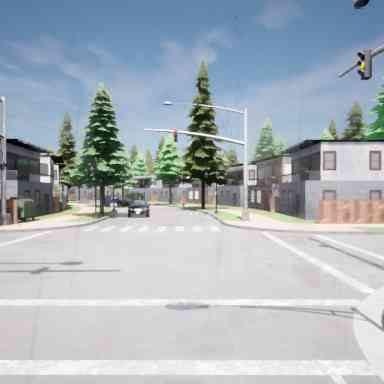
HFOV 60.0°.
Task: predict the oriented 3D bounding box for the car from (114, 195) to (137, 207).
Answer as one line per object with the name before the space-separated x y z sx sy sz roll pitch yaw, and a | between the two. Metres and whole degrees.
car | -9.840 1.566 49.315 1.895 1.301 4.718 0 0 -24

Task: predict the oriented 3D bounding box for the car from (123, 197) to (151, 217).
car | -4.839 1.457 30.567 2.128 1.511 4.902 0 0 -7

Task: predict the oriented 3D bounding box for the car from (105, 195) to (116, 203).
car | -16.507 1.318 66.785 2.097 1.767 4.553 0 0 -45

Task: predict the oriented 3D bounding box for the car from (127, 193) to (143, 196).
car | -10.391 1.187 58.441 2.150 2.045 5.566 0 0 -36
